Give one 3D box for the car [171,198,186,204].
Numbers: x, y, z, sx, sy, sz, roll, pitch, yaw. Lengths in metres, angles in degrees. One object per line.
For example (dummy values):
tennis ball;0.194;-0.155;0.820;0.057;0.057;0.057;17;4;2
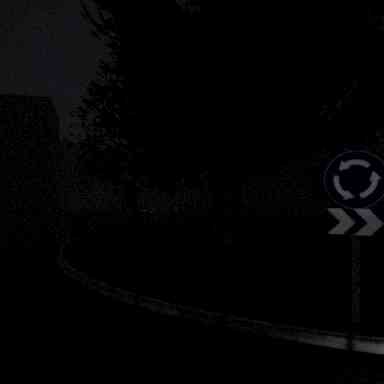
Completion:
car;-2.830;1.961;74.037;1.882;1.535;5.008;0;-1;23
